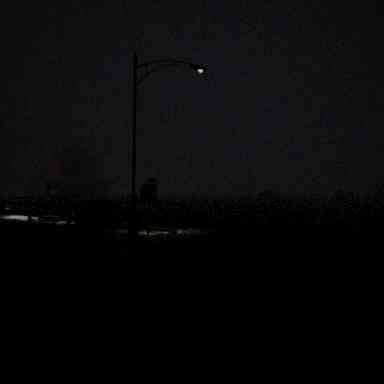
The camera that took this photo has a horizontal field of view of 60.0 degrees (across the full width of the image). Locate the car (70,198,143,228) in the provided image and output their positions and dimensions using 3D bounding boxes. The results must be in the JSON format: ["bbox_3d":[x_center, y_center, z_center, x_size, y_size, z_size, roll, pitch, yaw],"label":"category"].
[{"bbox_3d":[-5.090,1.174,19.582,5.008,1.535,1.882,2,0,35],"label":"car"}]

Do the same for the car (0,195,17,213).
[{"bbox_3d":[-16.373,1.009,27.532,4.902,1.511,2.128,1,0,36],"label":"car"}]
